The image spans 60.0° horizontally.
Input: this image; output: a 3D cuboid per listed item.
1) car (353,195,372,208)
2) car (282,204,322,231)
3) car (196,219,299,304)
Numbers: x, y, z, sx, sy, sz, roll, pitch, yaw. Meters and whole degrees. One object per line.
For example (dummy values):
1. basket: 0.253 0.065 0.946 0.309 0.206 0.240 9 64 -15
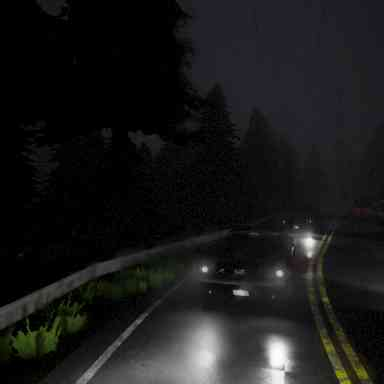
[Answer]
1. car: 20.693 1.060 40.211 2.128 1.511 4.902 -2 0 28
2. car: 6.705 1.461 20.055 2.033 1.411 5.357 -2 0 26
3. car: 1.604 1.599 8.422 1.895 1.301 4.718 -1 0 18
